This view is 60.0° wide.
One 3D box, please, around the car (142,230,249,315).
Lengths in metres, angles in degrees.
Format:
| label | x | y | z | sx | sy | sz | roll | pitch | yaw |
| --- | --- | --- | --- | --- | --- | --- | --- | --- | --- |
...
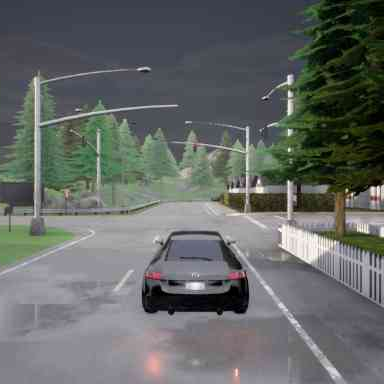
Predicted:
| label | x | y | z | sx | sy | sz | roll | pitch | yaw |
| --- | --- | --- | --- | --- | --- | --- | --- | --- | --- |
| car | 0.075 | 1.564 | 7.644 | 1.994 | 1.385 | 4.181 | 0 | 0 | 1 |

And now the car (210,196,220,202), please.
| label | x | y | z | sx | sy | sz | roll | pitch | yaw |
| --- | --- | --- | --- | --- | --- | --- | --- | --- | --- |
| car | 6.697 | 1.525 | 72.863 | 5.357 | 1.411 | 2.033 | 0 | 0 | -22 |
